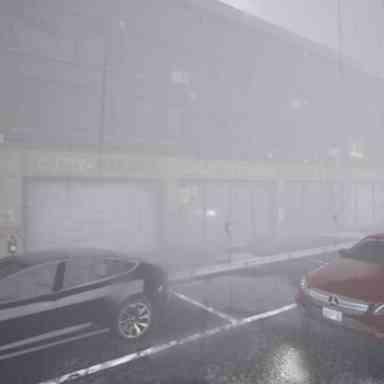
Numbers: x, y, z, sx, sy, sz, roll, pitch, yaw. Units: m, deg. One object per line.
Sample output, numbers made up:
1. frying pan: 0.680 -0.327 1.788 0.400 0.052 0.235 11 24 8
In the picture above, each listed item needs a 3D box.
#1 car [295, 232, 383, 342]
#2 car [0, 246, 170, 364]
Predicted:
1. car: 3.925 1.507 6.165 4.674 1.442 1.812 0 0 -35
2. car: -2.360 1.564 4.886 4.313 1.339 1.947 0 0 -36
